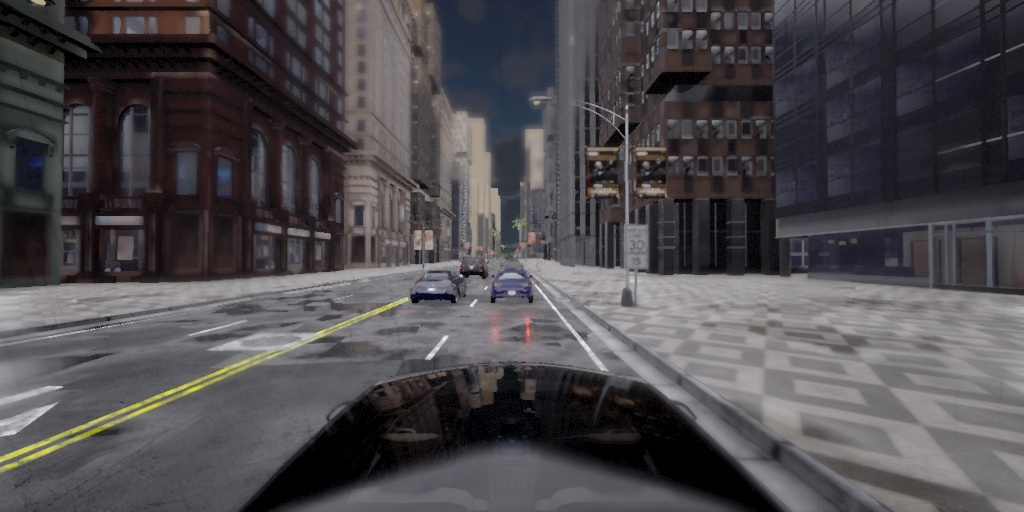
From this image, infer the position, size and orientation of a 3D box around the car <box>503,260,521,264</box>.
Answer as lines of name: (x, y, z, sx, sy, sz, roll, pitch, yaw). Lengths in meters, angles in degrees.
car: (0.000, 1.133, 31.473, 2.097, 1.767, 4.553, 0, 0, 0)

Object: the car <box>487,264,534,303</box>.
car: (0.000, 1.289, 16.502, 1.812, 1.442, 4.674, 0, 0, 0)

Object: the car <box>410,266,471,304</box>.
car: (-3.250, 1.328, 16.502, 1.994, 1.385, 4.181, 0, 0, 0)

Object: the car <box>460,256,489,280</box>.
car: (-3.251, 1.025, 31.534, 2.150, 2.045, 5.566, 0, 0, 0)
